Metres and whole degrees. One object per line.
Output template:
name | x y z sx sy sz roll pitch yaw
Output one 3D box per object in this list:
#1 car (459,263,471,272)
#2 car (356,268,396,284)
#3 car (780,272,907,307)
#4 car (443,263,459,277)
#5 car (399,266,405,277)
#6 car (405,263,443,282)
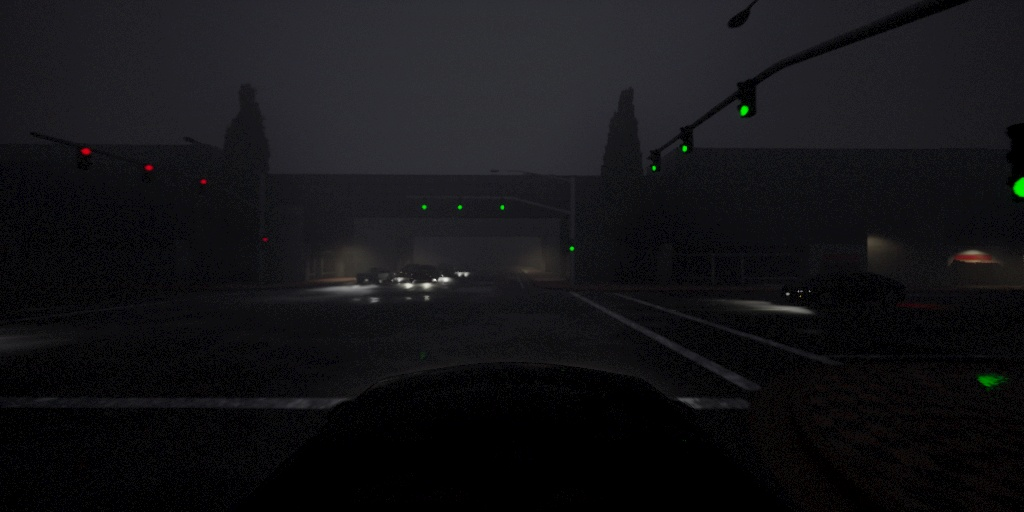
car | -8.097 1.907 60.929 2.128 1.511 4.902 0 -1 0
car | -11.564 1.649 30.729 1.895 1.301 4.718 0 -1 0
car | 15.014 1.481 16.409 4.892 1.490 1.837 0 -1 0
car | -8.100 1.701 43.329 2.128 1.511 4.902 0 -1 0
car | -11.596 1.678 41.577 1.837 1.490 4.892 0 0 0
car | -8.071 1.570 33.416 1.882 1.535 5.008 0 -1 0
